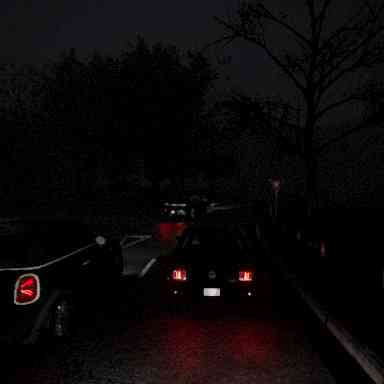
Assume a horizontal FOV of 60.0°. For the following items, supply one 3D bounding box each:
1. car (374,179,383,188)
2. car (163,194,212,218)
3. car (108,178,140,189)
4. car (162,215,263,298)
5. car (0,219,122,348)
[{"bbox_3d":[34.874,-1.551,59.516,2.185,1.767,4.553,-1,4,-15],"label":"car"},{"bbox_3d":[-0.176,0.880,22.558,2.128,1.511,4.902,1,3,24],"label":"car"},{"bbox_3d":[-12.161,-1.486,59.397,5.566,2.045,2.150,0,3,2],"label":"car"},{"bbox_3d":[0.504,1.510,8.331,1.895,1.301,4.718,0,1,3],"label":"car"},{"bbox_3d":[-2.831,1.291,6.404,2.097,1.767,4.553,0,1,2],"label":"car"}]
